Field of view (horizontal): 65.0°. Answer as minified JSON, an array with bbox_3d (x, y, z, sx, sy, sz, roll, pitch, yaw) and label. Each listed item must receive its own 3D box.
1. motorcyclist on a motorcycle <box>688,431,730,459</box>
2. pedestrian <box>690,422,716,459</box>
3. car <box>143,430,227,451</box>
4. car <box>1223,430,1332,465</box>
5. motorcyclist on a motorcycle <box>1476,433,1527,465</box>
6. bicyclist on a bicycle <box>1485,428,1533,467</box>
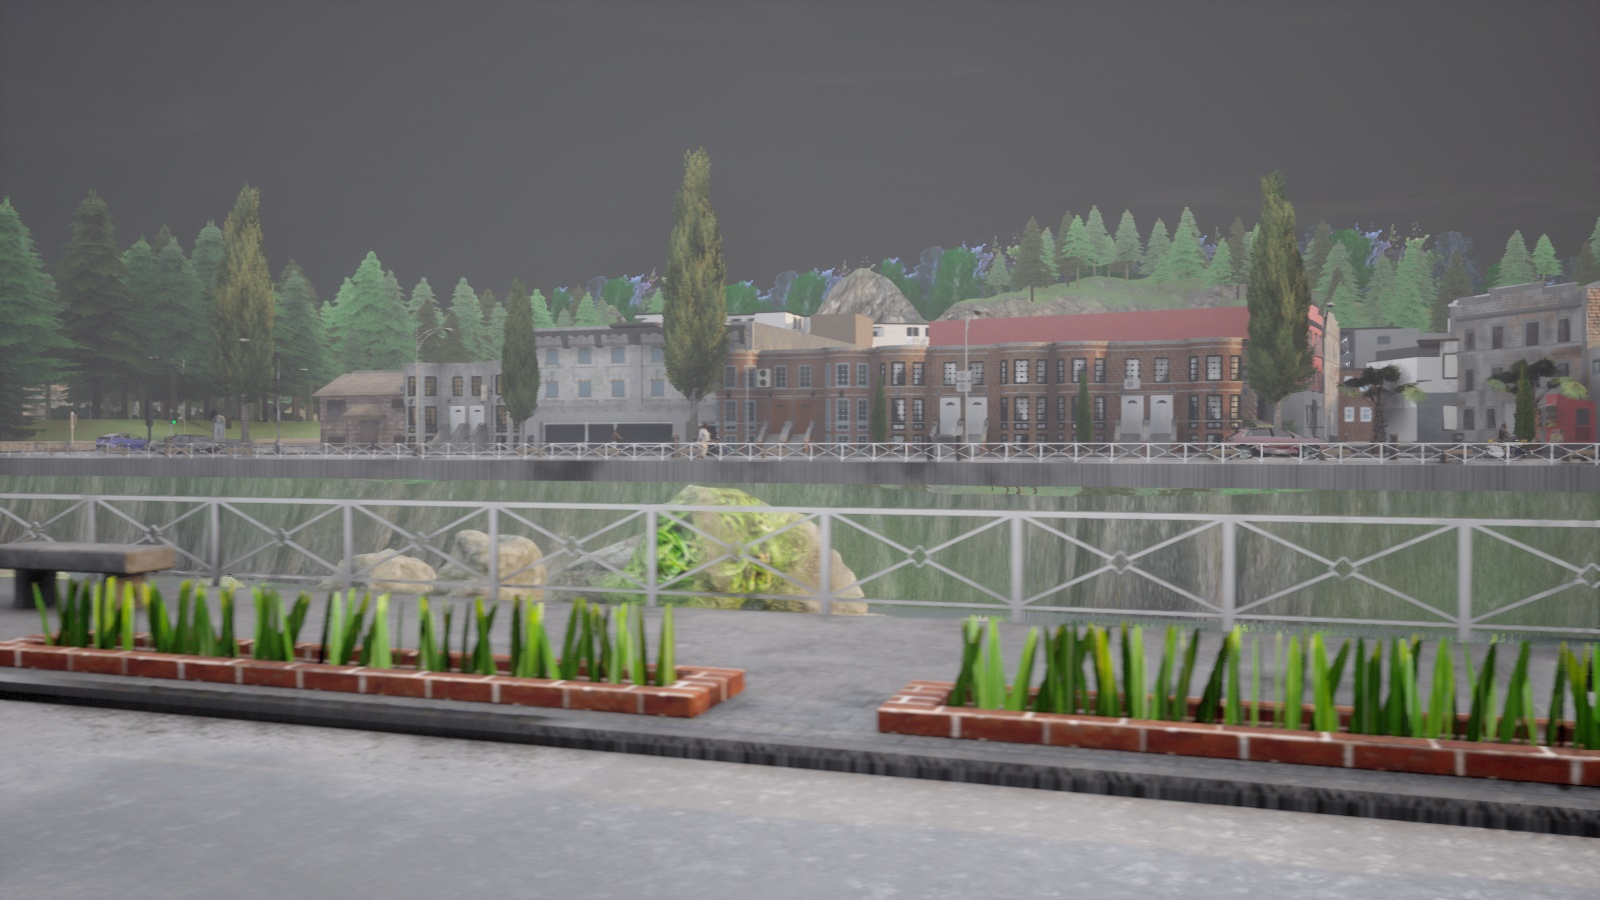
[{"bbox_3d":[-5.101,-0.286,70.491,2.191,1.530,0.866,1,1,19],"label":"motorcyclist on a motorcycle"},{"bbox_3d":[-4.811,-0.480,62.317,0.900,1.855,0.874,1,1,31],"label":"pedestrian"},{"bbox_3d":[-42.770,-0.686,87.370,5.357,1.411,2.033,1,1,19],"label":"car"},{"bbox_3d":[23.130,-0.133,61.001,4.856,1.649,2.033,1,1,19],"label":"car"},{"bbox_3d":[34.316,-0.046,61.461,2.044,1.523,0.797,1,1,19],"label":"motorcyclist on a motorcycle"},{"bbox_3d":[32.633,-0.106,57.806,1.843,1.776,0.659,0,1,19],"label":"bicyclist on a bicycle"}]
